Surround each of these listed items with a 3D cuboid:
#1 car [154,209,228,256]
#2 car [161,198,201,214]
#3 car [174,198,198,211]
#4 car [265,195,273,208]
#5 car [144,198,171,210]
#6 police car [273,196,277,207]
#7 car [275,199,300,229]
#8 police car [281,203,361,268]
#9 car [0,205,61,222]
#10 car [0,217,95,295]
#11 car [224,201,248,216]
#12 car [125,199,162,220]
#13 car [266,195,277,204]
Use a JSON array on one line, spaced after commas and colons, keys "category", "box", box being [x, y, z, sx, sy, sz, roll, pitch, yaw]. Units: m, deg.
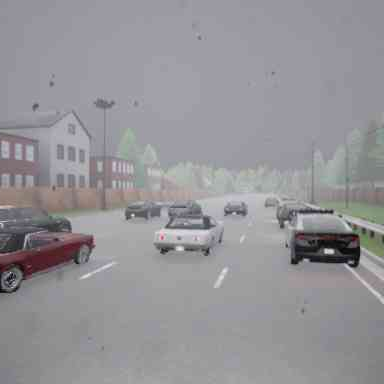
[{"category": "car", "box": [0.102, 1.573, 13.193, 1.895, 1.301, 4.718, 0, 0, 13]}, {"category": "car", "box": [-0.472, 1.435, 26.418, 2.128, 1.511, 4.902, 0, 0, 13]}, {"category": "car", "box": [-0.720, 1.477, 41.093, 1.994, 1.385, 4.181, 0, 0, 13]}, {"category": "car", "box": [11.207, 1.472, 46.623, 1.994, 1.385, 4.181, 0, 0, 13]}, {"category": "car", "box": [-4.225, 1.511, 41.461, 1.895, 1.301, 4.718, 0, 0, 13]}, {"category": "police car", "box": [7.844, 1.372, 27.139, 1.930, 1.638, 5.238, 0, 0, 13]}, {"category": "car", "box": [6.487, 1.464, 21.181, 1.837, 1.490, 4.892, 0, 0, 13]}, {"category": "police car", "box": [4.290, 1.403, 11.538, 1.930, 1.638, 5.238, 0, 0, 13]}, {"category": "car", "box": [-6.966, 1.320, 13.672, 2.097, 1.767, 4.553, 0, 0, 13]}, {"category": "car", "box": [-4.490, 1.579, 8.786, 1.895, 1.301, 4.718, 0, 0, 13]}, {"category": "car", "box": [4.205, 1.537, 31.204, 1.895, 1.301, 4.718, 0, 0, 13]}, {"category": "car", "box": [-3.877, 1.447, 27.235, 1.837, 1.490, 4.892, 0, 1, 13]}, {"category": "car", "box": [14.515, 1.357, 61.137, 1.882, 1.535, 5.008, 0, 0, 13]}]
